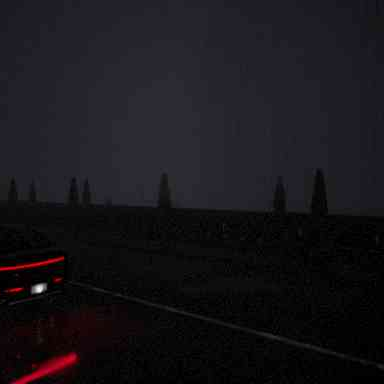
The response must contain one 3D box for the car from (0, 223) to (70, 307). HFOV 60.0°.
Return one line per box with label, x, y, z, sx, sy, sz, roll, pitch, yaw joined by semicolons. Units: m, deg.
car;-4.695;1.456;7.341;4.892;1.490;1.837;0;0;36
